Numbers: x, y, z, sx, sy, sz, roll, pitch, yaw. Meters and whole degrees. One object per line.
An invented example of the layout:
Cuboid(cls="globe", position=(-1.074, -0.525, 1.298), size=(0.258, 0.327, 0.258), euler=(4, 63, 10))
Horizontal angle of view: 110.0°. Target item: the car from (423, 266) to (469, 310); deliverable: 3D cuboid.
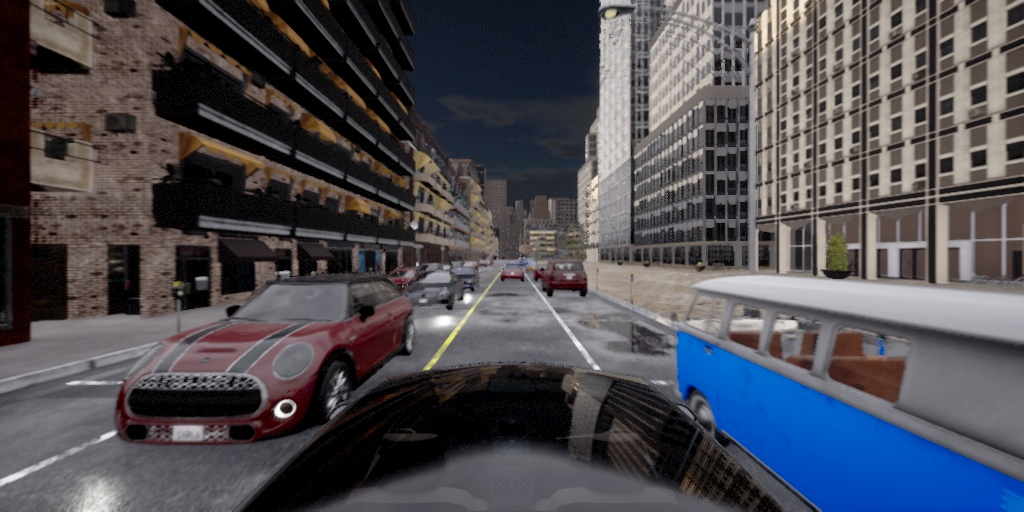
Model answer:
Cuboid(cls="car", position=(-3.091, 1.301, 14.870), size=(1.812, 1.442, 4.674), euler=(0, 0, 0))

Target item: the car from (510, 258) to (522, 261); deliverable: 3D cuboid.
Cuboid(cls="car", position=(0.104, 1.335, 49.663), size=(1.882, 1.535, 5.008), euler=(0, 0, 0))

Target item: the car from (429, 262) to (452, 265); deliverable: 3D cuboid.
Cuboid(cls="car", position=(-5.685, 1.236, 24.716), size=(1.967, 1.591, 4.097), euler=(0, 0, 0))

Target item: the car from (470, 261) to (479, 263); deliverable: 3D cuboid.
Cuboid(cls="car", position=(-5.678, 1.375, 46.653), size=(1.751, 1.417, 4.829), euler=(0, 0, 0))

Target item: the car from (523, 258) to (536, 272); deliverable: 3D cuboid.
Cuboid(cls="car", position=(2.703, 1.375, 46.990), size=(1.751, 1.417, 4.829), euler=(0, 0, 0))

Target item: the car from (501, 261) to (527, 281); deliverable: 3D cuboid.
Cuboid(cls="car", position=(0.056, 1.375, 30.993), size=(1.994, 1.385, 4.181), euler=(0, 0, 0))

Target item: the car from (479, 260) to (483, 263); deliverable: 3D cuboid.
Cuboid(cls="car", position=(-5.676, 1.410, 52.348), size=(1.888, 1.381, 4.507), euler=(0, 0, 0))

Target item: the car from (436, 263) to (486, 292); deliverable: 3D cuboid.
Cuboid(cls="car", position=(-2.994, 1.337, 22.240), size=(2.033, 1.411, 5.357), euler=(0, 0, 0))

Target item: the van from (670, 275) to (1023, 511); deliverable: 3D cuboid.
Cuboid(cls="van", position=(2.689, 1.092, 2.607), size=(1.690, 1.789, 3.998), euler=(0, 0, 0))

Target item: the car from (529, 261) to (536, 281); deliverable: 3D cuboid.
Cuboid(cls="car", position=(2.697, 1.354, 30.241), size=(1.888, 1.381, 4.507), euler=(0, 0, 0))

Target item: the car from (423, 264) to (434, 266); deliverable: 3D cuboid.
Cuboid(cls="car", position=(-5.686, 1.329, 19.189), size=(1.888, 1.381, 4.507), euler=(0, 0, 0))

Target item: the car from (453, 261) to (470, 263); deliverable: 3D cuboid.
Cuboid(cls="car", position=(-5.682, 1.261, 35.769), size=(1.967, 1.591, 4.097), euler=(0, 0, 0))

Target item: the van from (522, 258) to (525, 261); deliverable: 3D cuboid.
Cuboid(cls="van", position=(2.704, 1.206, 52.345), size=(1.690, 1.789, 3.998), euler=(0, 0, 0))

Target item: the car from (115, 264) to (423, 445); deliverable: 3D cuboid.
Cuboid(cls="car", position=(-3.088, 1.109, 5.681), size=(2.097, 1.767, 4.553), euler=(0, 0, 0))

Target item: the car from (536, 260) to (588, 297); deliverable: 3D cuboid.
Cuboid(cls="car", position=(2.694, 1.098, 19.186), size=(2.192, 1.841, 5.009), euler=(0, 0, 0))
